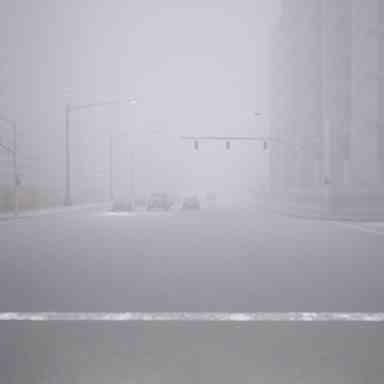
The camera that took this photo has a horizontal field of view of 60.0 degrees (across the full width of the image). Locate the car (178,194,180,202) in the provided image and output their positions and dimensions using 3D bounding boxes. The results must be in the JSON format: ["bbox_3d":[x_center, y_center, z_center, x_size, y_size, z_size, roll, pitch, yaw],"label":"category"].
[{"bbox_3d":[-3.347,1.022,64.031,2.097,1.767,4.553,0,0,1],"label":"car"}]

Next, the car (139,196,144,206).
[{"bbox_3d":[-7.153,1.237,46.636,1.882,1.535,5.008,0,1,1],"label":"car"}]

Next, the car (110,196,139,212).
[{"bbox_3d":[-7.302,1.380,35.537,1.994,1.385,4.181,0,0,1],"label":"car"}]

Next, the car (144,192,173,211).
[{"bbox_3d":[-3.762,1.024,38.120,2.150,2.045,5.566,0,0,1],"label":"car"}]

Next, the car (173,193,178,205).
[{"bbox_3d":[-3.601,1.248,49.569,1.837,1.490,4.892,0,0,1],"label":"car"}]

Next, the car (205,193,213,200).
[{"bbox_3d":[3.856,1.023,75.972,1.837,1.490,4.892,0,0,1],"label":"car"}]

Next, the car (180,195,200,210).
[{"bbox_3d":[-0.051,1.356,40.164,1.994,1.385,4.181,0,0,1],"label":"car"}]

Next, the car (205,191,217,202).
[{"bbox_3d":[3.704,0.883,65.359,2.150,2.045,5.566,0,0,1],"label":"car"}]
